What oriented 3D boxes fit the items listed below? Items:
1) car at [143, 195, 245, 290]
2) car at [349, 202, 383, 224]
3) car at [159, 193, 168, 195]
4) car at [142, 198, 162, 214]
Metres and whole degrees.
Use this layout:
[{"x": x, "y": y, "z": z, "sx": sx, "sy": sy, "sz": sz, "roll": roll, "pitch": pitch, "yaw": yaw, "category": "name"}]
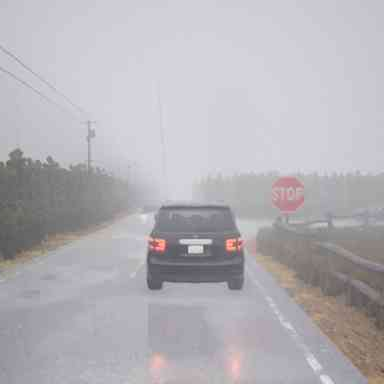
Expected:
[{"x": 0.078, "y": 1.220, "z": 9.215, "sx": 2.150, "sy": 2.045, "sz": 5.566, "roll": 0, "pitch": 0, "yaw": 0, "category": "car"}, {"x": 13.796, "y": 1.488, "z": 23.626, "sx": 4.902, "sy": 1.511, "sz": 2.128, "roll": 0, "pitch": 0, "yaw": 0, "category": "car"}, {"x": -5.713, "y": 1.217, "z": 65.711, "sx": 2.150, "sy": 2.045, "sz": 5.566, "roll": 0, "pitch": 0, "yaw": 1, "category": "car"}, {"x": -4.259, "y": 1.473, "z": 36.105, "sx": 1.882, "sy": 1.535, "sz": 5.008, "roll": 0, "pitch": 0, "yaw": -4, "category": "car"}]
